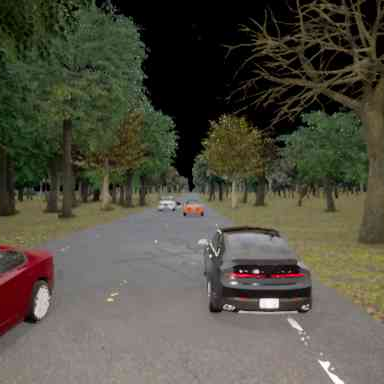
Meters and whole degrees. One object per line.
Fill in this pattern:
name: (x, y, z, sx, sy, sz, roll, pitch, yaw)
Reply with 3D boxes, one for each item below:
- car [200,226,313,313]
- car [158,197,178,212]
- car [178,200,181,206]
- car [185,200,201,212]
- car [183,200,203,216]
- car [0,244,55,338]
car: (1.243, 1.551, 7.746, 1.837, 1.490, 4.892, 0, 0, 0)
car: (-3.492, 1.692, 47.063, 2.150, 2.045, 5.566, 0, -1, 0)
car: (-3.338, 2.373, 72.255, 1.895, 1.301, 4.718, 0, -1, 0)
car: (0.142, 1.960, 46.829, 2.128, 1.511, 4.902, 0, -1, 1)
car: (0.160, 1.688, 36.646, 2.097, 1.767, 4.553, 0, -1, 0)
car: (-3.589, 1.501, 4.440, 1.882, 1.535, 5.008, 0, 0, 0)
